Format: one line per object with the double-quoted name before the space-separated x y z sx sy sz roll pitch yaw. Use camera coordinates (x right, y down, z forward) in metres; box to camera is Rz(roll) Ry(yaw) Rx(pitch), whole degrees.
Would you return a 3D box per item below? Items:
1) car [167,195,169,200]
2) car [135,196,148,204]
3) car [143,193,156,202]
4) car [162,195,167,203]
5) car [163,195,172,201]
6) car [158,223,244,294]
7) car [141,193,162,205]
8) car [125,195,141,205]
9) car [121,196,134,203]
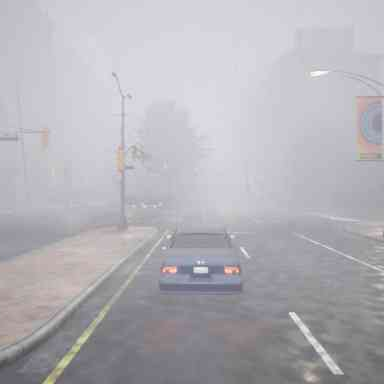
"car" -6.596 1.547 76.510 2.128 1.511 4.902 0 0 1
"car" -10.261 1.524 68.016 1.837 1.490 4.892 0 0 1
"car" -10.056 1.248 78.702 2.150 2.045 5.566 0 0 1
"car" -6.806 1.371 66.736 2.097 1.767 4.553 0 0 1
"car" -6.409 1.503 86.603 1.882 1.535 5.008 0 0 1
"car" 0.228 1.550 8.913 2.033 1.411 5.357 0 0 1
"car" -7.021 1.369 57.964 2.097 1.767 4.553 0 0 1
"car" -10.521 1.369 57.841 2.097 1.767 4.553 0 0 1
"car" -13.471 1.615 69.805 1.895 1.301 4.718 0 0 1
